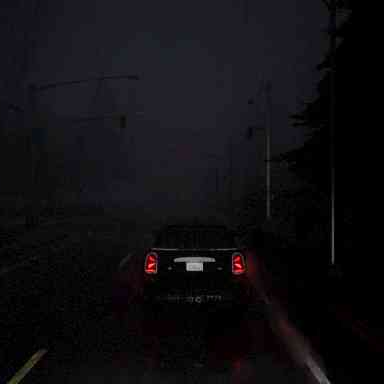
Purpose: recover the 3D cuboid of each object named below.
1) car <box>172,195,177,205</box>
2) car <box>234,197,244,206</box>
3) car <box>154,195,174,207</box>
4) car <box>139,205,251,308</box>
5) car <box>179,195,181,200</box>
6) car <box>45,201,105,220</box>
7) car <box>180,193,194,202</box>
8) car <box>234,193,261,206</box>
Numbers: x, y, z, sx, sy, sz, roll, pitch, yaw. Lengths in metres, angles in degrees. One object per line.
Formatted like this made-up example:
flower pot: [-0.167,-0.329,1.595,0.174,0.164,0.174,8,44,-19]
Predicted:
car: [-4.071,1.497,58.708,1.812,1.442,4.674,0,1,-1]
car: [8.919,1.144,48.784,4.605,1.855,1.932,0,0,-1]
car: [-3.996,1.535,45.581,1.994,1.385,4.181,0,0,0]
car: [0.072,1.352,8.071,2.097,1.767,4.553,0,0,1]
car: [-2.109,1.158,83.569,2.097,1.767,4.553,0,0,-13]
car: [-9.748,1.511,27.914,4.674,1.442,1.812,0,1,-18]
car: [-0.835,1.555,73.435,1.895,1.301,4.718,0,0,-7]
car: [8.508,1.146,51.295,3.866,1.878,1.905,0,0,-1]
